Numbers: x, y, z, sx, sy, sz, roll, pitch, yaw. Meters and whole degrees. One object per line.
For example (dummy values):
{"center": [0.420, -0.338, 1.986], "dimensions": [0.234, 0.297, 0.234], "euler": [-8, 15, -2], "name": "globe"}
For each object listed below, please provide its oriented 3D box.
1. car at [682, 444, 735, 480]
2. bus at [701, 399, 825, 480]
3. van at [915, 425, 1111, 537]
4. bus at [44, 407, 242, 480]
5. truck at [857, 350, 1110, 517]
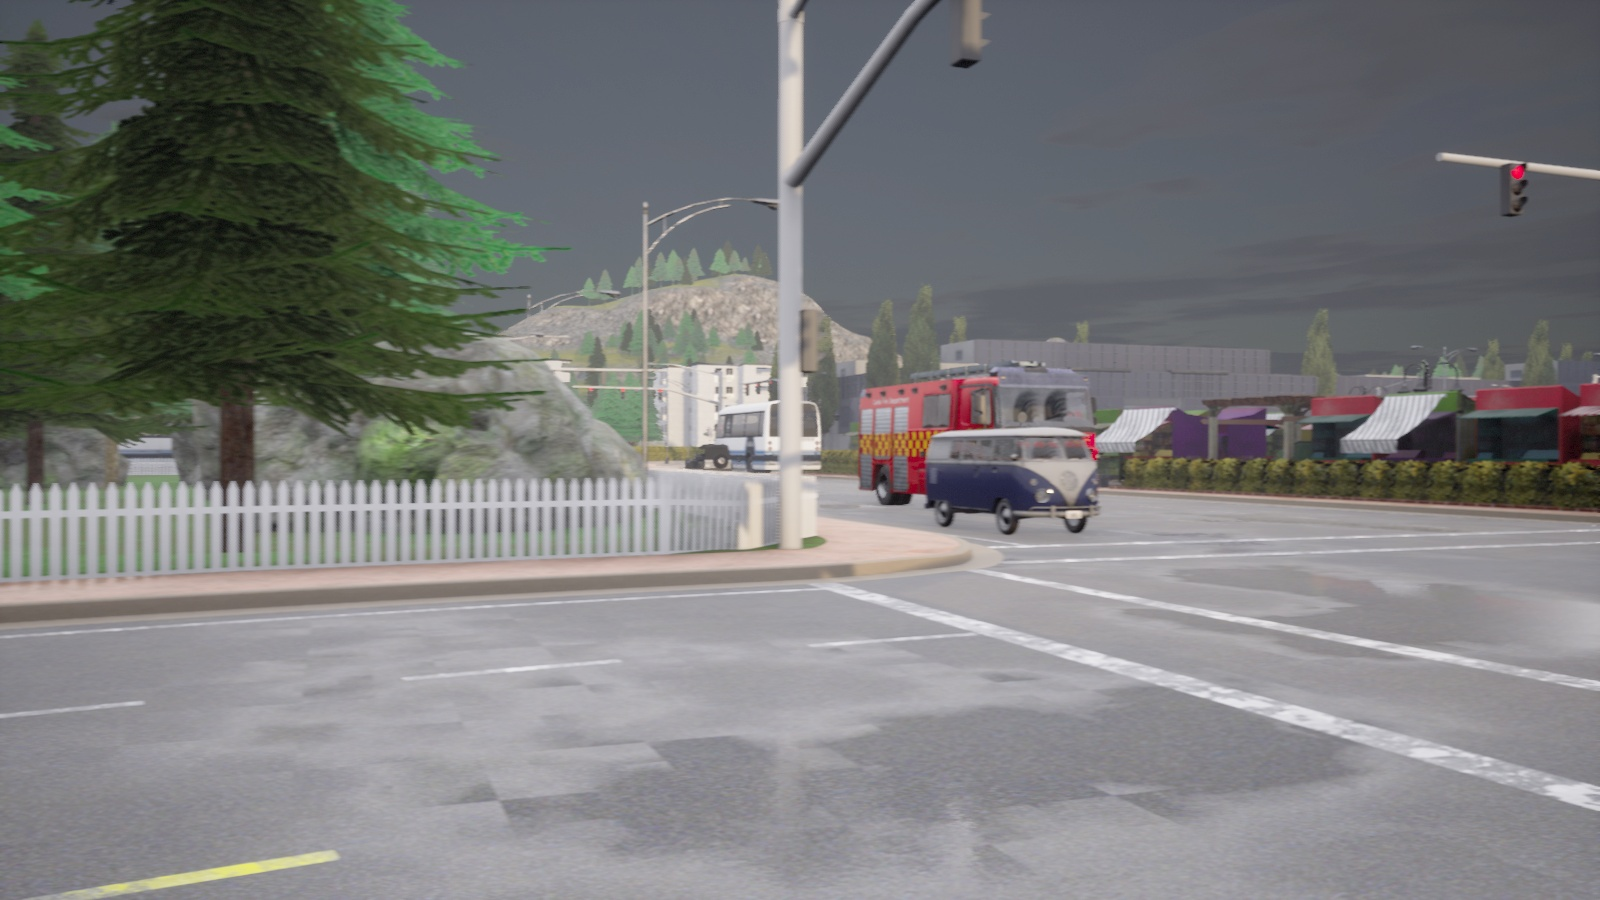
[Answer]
{"center": [-5.043, 0.638, 69.050], "dimensions": [1.905, 1.878, 3.866], "euler": [0, 0, -20], "name": "car"}
{"center": [-2.306, -0.542, 71.723], "dimensions": [3.944, 4.253, 10.273], "euler": [0, 0, -20], "name": "bus"}
{"center": [4.025, 0.548, 24.552], "dimensions": [1.775, 1.987, 4.442], "euler": [0, 0, -20], "name": "van"}
{"center": [-39.962, -0.414, 76.912], "dimensions": [10.273, 4.253, 3.944], "euler": [0, 0, -19], "name": "bus"}
{"center": [4.514, -0.367, 33.278], "dimensions": [2.891, 3.827, 8.468], "euler": [0, 0, -20], "name": "truck"}
